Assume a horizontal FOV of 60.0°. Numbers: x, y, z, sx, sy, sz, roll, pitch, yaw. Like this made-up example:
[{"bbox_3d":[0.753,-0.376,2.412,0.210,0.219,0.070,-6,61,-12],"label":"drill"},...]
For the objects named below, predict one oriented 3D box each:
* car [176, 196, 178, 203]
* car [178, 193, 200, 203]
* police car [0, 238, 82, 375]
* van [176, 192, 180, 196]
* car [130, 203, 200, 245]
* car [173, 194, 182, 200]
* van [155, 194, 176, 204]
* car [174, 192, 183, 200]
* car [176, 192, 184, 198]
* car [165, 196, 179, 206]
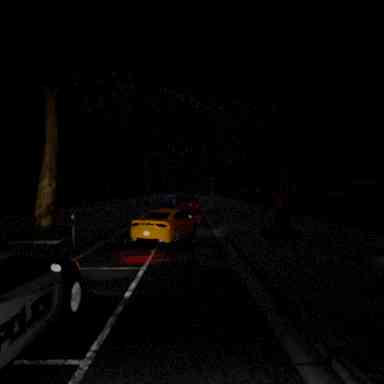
[{"bbox_3d":[-2.922,1.520,40.430,2.008,1.369,4.403,1,0,0],"label":"car"},{"bbox_3d":[-0.177,1.347,37.038,2.097,1.767,4.553,0,0,0],"label":"car"},{"bbox_3d":[-3.039,1.445,4.599,1.930,1.638,5.238,0,0,0],"label":"police car"},{"bbox_3d":[-2.958,1.256,45.973,1.690,1.788,3.998,1,1,0],"label":"van"},{"bbox_3d":[-1.189,1.531,15.914,1.882,1.535,5.008,0,0,16],"label":"car"},{"bbox_3d":[-3.161,1.139,73.676,1.802,1.307,4.206,1,1,0],"label":"car"},{"bbox_3d":[-2.882,1.351,34.883,1.690,1.788,3.998,0,0,0],"label":"van"},{"bbox_3d":[-3.201,0.937,79.213,1.967,1.590,4.097,1,1,0],"label":"car"},{"bbox_3d":[-3.283,0.833,90.291,1.967,1.590,4.097,1,0,0],"label":"car"},{"bbox_3d":[-3.000,1.415,51.520,1.947,1.339,4.313,1,1,0],"label":"car"}]
